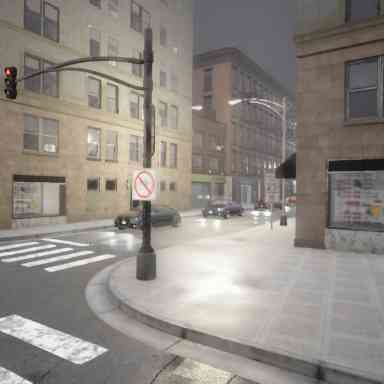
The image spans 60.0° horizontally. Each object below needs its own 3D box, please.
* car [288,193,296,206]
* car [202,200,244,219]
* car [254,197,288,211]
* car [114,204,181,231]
[{"bbox_3d":[13.713,0.870,42.991,2.097,1.767,4.553,1,1,34],"label":"car"},{"bbox_3d":[2.493,1.296,26.254,1.994,1.385,4.181,1,1,34],"label":"car"},{"bbox_3d":[7.991,1.191,34.481,1.994,1.385,4.181,1,1,34],"label":"car"},{"bbox_3d":[-2.421,1.388,18.887,1.994,1.385,4.181,1,1,34],"label":"car"}]
